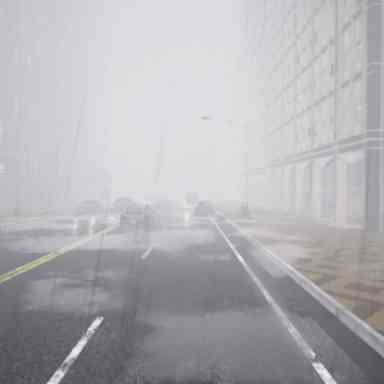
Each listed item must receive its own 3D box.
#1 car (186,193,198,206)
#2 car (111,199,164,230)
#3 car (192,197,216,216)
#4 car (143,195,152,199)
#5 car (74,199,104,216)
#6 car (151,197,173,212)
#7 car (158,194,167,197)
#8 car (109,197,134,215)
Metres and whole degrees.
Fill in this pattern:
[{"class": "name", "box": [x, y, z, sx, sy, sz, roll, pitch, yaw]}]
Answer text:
[{"class": "car", "box": [-0.003, 1.359, 50.429, 2.128, 1.511, 4.902, 0, 0, 0]}, {"class": "car", "box": [-3.153, 1.443, 20.420, 2.128, 1.511, 4.902, 0, 0, 0]}, {"class": "car", "box": [1.133, 1.448, 31.231, 1.812, 1.442, 4.674, 0, 0, 0]}, {"class": "car", "box": [-9.760, 1.316, 73.511, 2.128, 1.511, 4.902, 0, 0, 0]}, {"class": "car", "box": [-9.842, 1.444, 32.215, 1.812, 1.442, 4.674, 0, 0, 0]}, {"class": "car", "box": [-3.156, 1.506, 37.179, 1.895, 1.301, 4.718, 0, 0, 0]}, {"class": "car", "box": [-6.510, 1.269, 73.511, 1.882, 1.535, 5.008, 0, 0, 0]}, {"class": "car", "box": [-6.592, 1.269, 32.495, 2.097, 1.767, 4.553, 0, 0, 0]}]
